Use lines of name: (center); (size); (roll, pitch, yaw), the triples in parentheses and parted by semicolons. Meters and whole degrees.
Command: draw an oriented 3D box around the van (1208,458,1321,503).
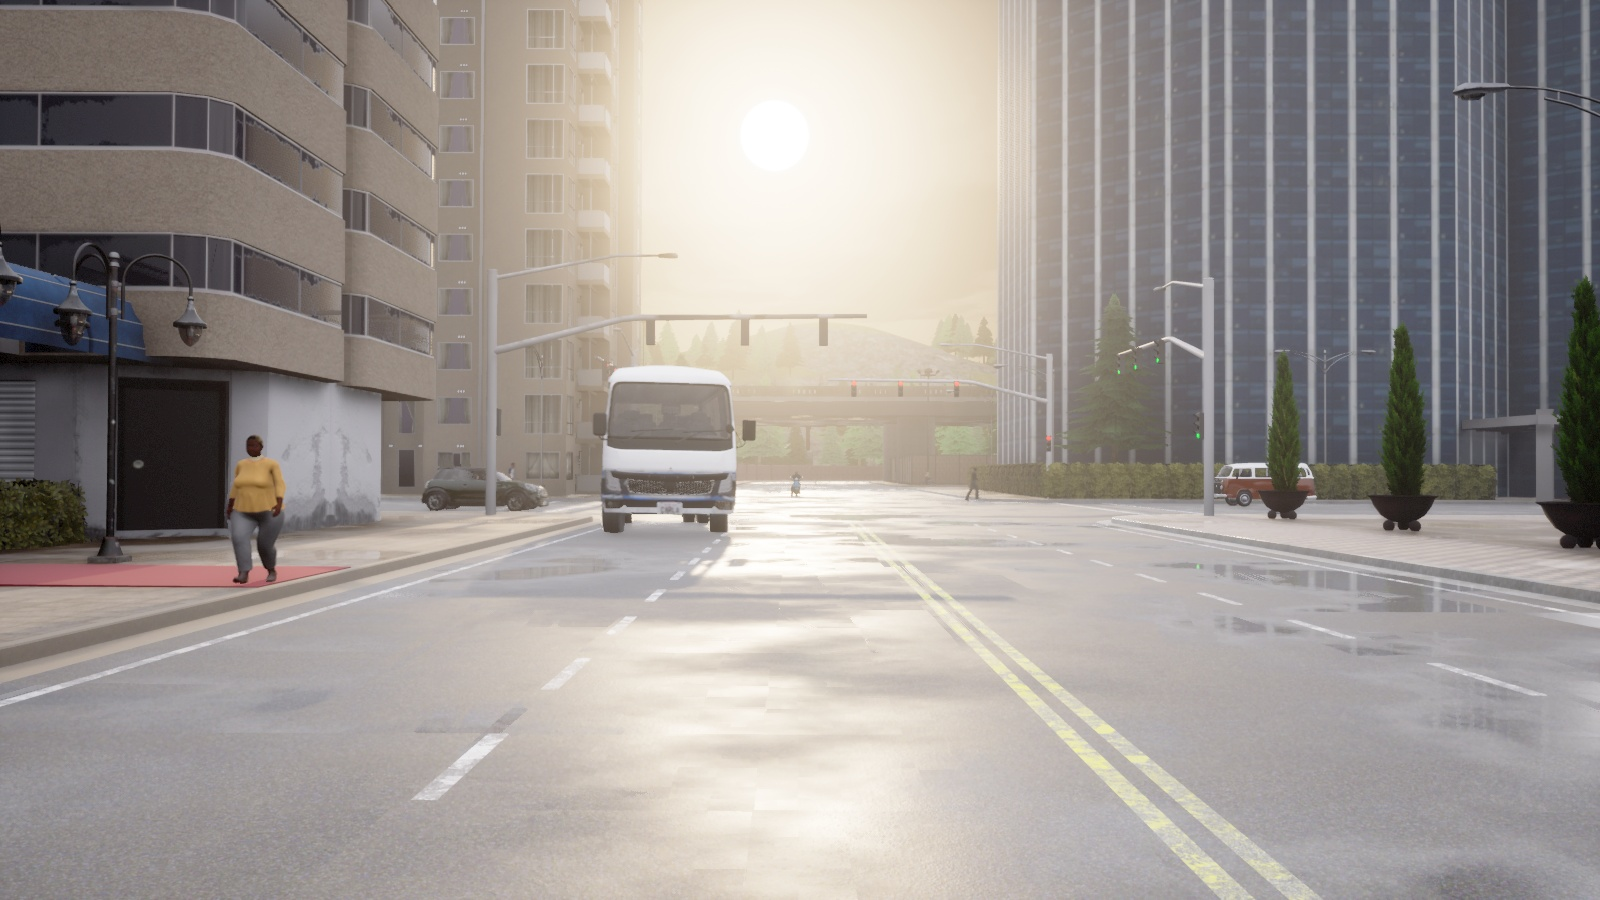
van: (21.638, 1.433, 58.627); (4.480, 2.038, 2.069); (0, -1, -1)

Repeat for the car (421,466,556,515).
car: (-11.757, 1.517, 47.562); (4.553, 1.767, 2.097); (0, -1, 3)

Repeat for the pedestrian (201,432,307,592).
pedestrian: (-6.515, 0.727, 15.024); (0.874, 1.855, 0.900); (0, -1, 0)

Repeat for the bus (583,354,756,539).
bus: (-3.761, 0.027, 34.238); (3.944, 4.253, 10.273); (1, -1, -8)

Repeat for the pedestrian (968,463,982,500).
pedestrian: (9.335, 1.682, 66.944); (0.666, 1.930, 0.402); (0, -1, -8)
